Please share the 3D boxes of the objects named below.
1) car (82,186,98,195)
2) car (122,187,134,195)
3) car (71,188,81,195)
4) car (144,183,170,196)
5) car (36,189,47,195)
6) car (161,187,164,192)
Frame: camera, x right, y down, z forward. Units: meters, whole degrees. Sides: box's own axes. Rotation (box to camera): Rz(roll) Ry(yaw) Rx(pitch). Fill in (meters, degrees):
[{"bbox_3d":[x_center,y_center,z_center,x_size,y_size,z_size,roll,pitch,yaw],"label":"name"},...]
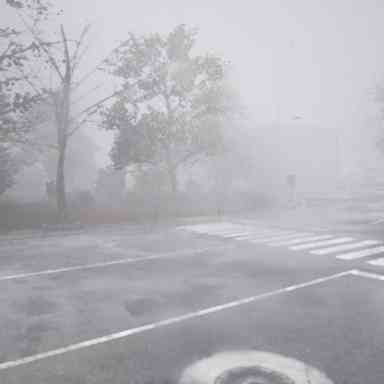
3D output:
[{"bbox_3d":[-20.076,0.020,69.345,2.163,1.488,4.792,-1,3,19],"label":"car"},{"bbox_3d":[-10.764,-0.263,61.950,2.185,1.767,4.553,-3,2,18],"label":"car"},{"bbox_3d":[-22.399,-0.256,71.203,2.435,2.045,5.566,-1,3,19],"label":"car"},{"bbox_3d":[-6.064,-0.499,58.309,2.435,2.045,5.566,-2,2,17],"label":"car"},{"bbox_3d":[-36.106,-0.126,82.640,2.097,1.535,5.008,-1,3,20],"label":"car"},{"bbox_3d":[-3.682,-0.305,56.544,2.231,1.521,4.892,-2,2,17],"label":"car"}]
